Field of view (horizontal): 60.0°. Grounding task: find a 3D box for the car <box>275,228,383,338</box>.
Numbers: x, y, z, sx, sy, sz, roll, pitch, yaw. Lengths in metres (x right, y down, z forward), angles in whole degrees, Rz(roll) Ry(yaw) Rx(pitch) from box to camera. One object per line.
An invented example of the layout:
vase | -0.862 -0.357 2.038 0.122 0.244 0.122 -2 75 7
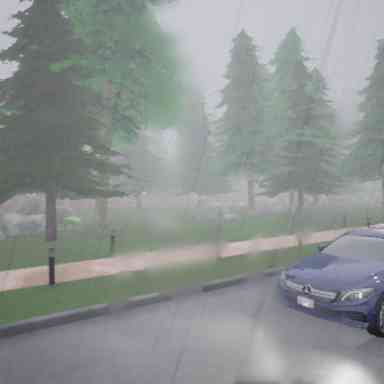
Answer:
car | 3.730 1.499 6.685 4.674 1.442 1.812 0 0 -35
